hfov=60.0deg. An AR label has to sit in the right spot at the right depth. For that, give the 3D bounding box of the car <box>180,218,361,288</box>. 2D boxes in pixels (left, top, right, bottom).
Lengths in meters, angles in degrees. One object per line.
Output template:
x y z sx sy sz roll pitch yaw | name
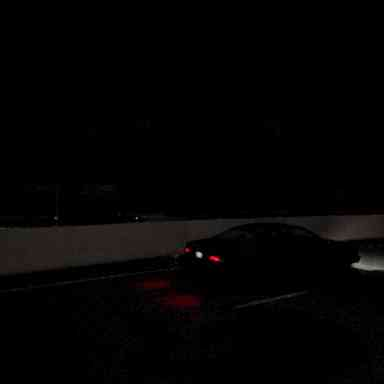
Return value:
2.335 1.584 9.260 5.357 1.411 2.033 1 0 -30 | car

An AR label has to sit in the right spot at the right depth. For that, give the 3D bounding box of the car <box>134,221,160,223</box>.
-0.976 1.611 19.655 4.718 1.301 1.895 1 0 -29 | car

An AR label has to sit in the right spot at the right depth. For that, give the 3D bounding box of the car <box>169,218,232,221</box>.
0.964 1.594 16.666 4.181 1.385 1.994 1 0 -29 | car

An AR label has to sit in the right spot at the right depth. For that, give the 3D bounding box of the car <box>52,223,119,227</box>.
-6.483 1.510 20.385 4.181 1.385 1.994 1 0 -32 | car
